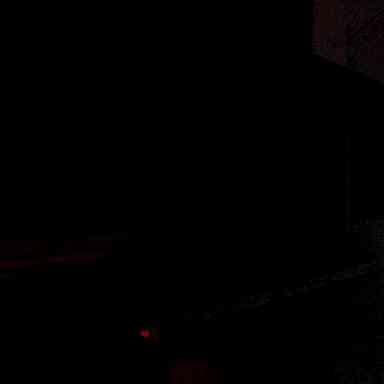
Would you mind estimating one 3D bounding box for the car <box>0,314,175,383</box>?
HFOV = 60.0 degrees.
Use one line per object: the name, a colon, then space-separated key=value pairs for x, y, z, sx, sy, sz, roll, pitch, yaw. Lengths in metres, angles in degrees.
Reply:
car: x=-2.548 y=1.538 z=1.562 sx=5.357 sy=1.411 sz=2.033 roll=1 pitch=0 yaw=-35
